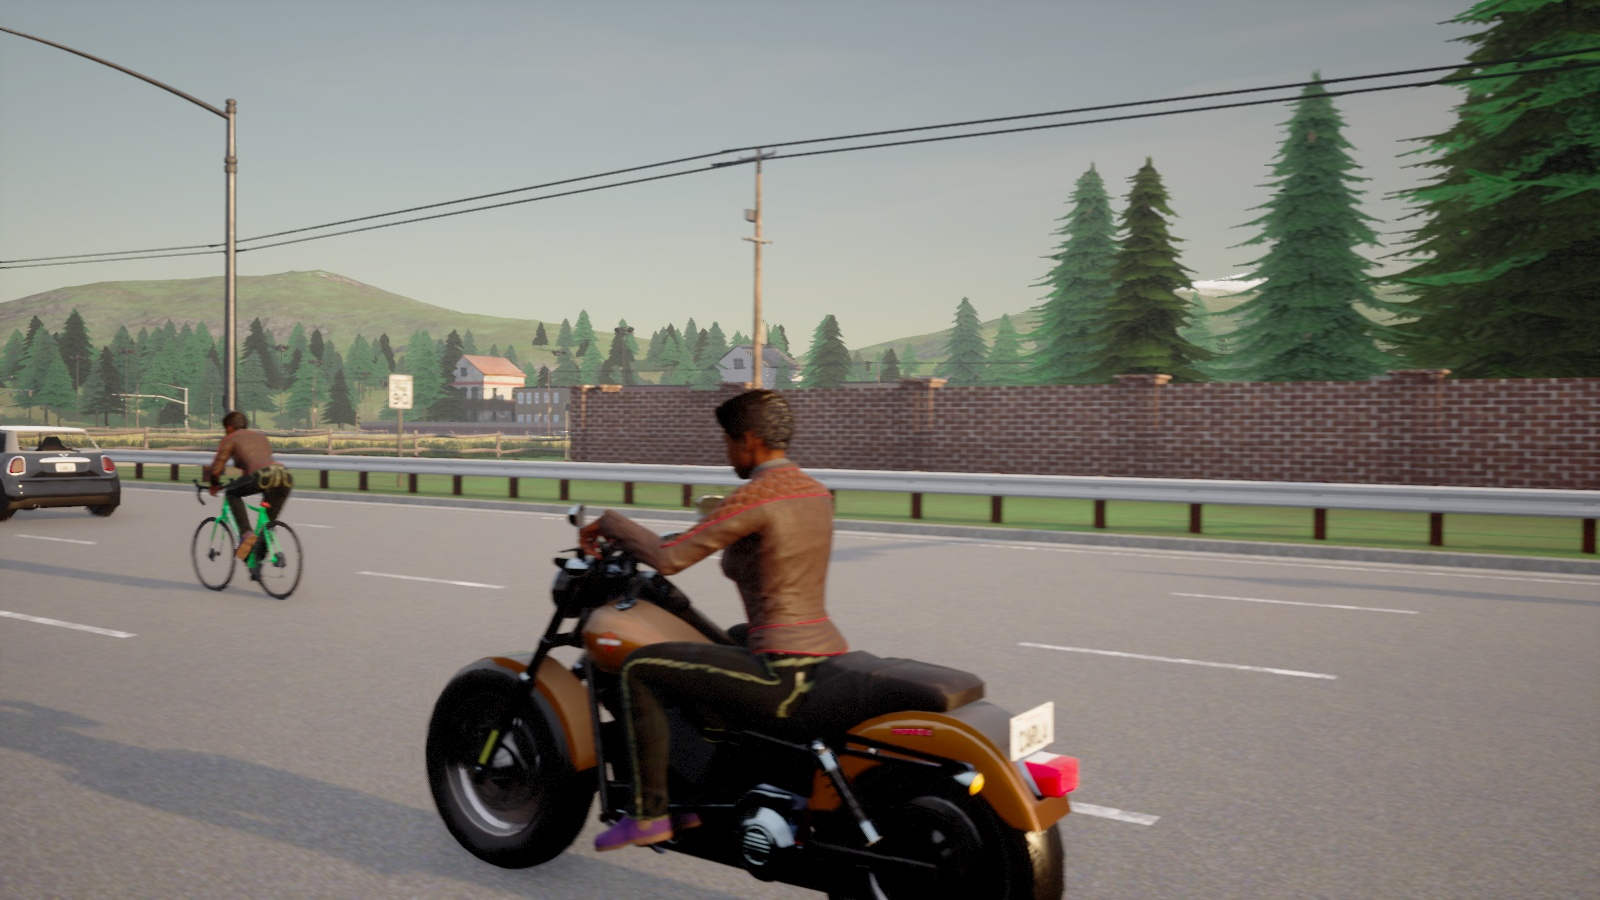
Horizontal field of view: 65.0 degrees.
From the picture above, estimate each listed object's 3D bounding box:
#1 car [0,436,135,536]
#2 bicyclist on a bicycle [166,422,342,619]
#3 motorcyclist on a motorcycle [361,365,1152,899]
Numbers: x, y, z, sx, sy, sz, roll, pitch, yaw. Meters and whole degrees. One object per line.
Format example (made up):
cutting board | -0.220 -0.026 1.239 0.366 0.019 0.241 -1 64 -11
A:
car | -12.941 0.533 20.624 3.806 1.475 1.970 0 1 34
bicyclist on a bicycle | -4.807 0.578 11.018 1.656 1.620 0.582 0 1 34
motorcyclist on a motorcycle | -0.230 0.632 3.776 2.350 1.649 0.766 0 1 34
